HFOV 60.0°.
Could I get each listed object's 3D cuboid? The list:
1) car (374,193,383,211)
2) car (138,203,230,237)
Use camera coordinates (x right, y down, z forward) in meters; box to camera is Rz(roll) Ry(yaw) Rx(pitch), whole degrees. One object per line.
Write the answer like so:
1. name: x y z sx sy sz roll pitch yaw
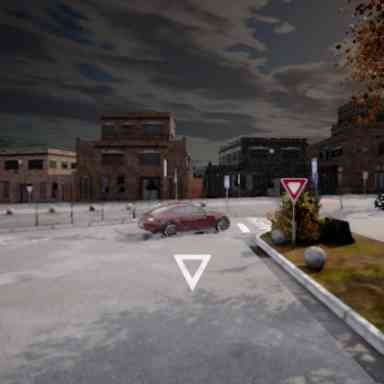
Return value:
1. car: 14.769 0.270 21.260 5.566 2.045 2.150 -3 1 1
2. car: -0.313 1.263 16.166 4.674 1.442 1.812 -1 1 -31
